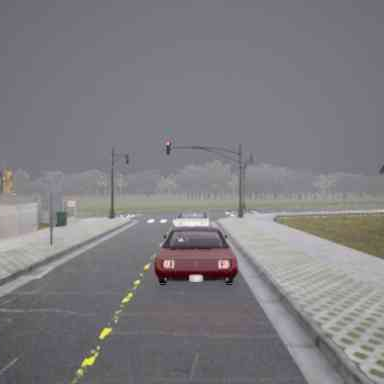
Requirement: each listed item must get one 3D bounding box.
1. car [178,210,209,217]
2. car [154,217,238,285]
[{"bbox_3d":[0.091,1.673,19.404,1.895,1.301,4.718,0,0,3],"label":"car"},{"bbox_3d":[0.097,1.630,9.562,1.895,1.301,4.718,0,0,0],"label":"car"}]
